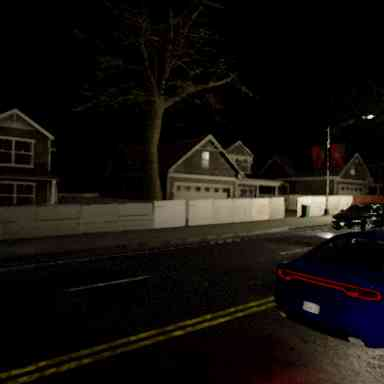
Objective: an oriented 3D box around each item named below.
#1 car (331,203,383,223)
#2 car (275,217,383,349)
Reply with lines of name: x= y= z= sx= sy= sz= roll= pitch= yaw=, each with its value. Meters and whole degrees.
car: x=9.736 y=1.381 z=18.610 sx=4.892 sy=1.490 sz=1.837 roll=0 pitch=0 yaw=-35
car: x=3.668 y=1.432 z=6.055 sx=5.008 sy=1.535 sz=1.882 roll=-1 pitch=0 yaw=-36
